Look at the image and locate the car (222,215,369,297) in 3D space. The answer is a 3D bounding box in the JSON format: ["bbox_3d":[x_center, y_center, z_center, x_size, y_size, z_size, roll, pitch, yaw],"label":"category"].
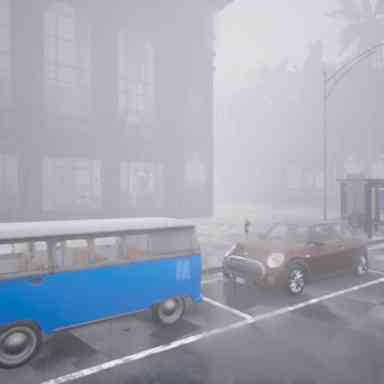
[{"bbox_3d":[2.708,1.453,8.573,4.097,1.590,1.967,0,0,-35],"label":"car"}]

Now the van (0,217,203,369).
[{"bbox_3d":[-1.714,1.344,5.428,3.998,1.788,1.690,0,0,-35],"label":"van"}]
